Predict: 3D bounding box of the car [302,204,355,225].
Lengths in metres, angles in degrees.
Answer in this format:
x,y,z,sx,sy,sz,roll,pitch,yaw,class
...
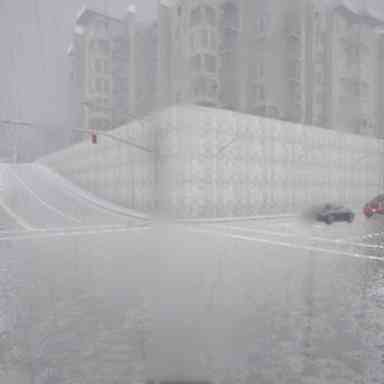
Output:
x,y,z,sx,sy,sz,roll,pitch,yaw,class
9.812,1.531,23.882,4.181,1.385,1.994,0,0,-36,car

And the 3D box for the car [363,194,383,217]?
x,y,z,sx,sy,sz,roll,pitch,yaw,class
17.371,1.174,29.268,5.566,2.045,2.150,0,0,-35,car
